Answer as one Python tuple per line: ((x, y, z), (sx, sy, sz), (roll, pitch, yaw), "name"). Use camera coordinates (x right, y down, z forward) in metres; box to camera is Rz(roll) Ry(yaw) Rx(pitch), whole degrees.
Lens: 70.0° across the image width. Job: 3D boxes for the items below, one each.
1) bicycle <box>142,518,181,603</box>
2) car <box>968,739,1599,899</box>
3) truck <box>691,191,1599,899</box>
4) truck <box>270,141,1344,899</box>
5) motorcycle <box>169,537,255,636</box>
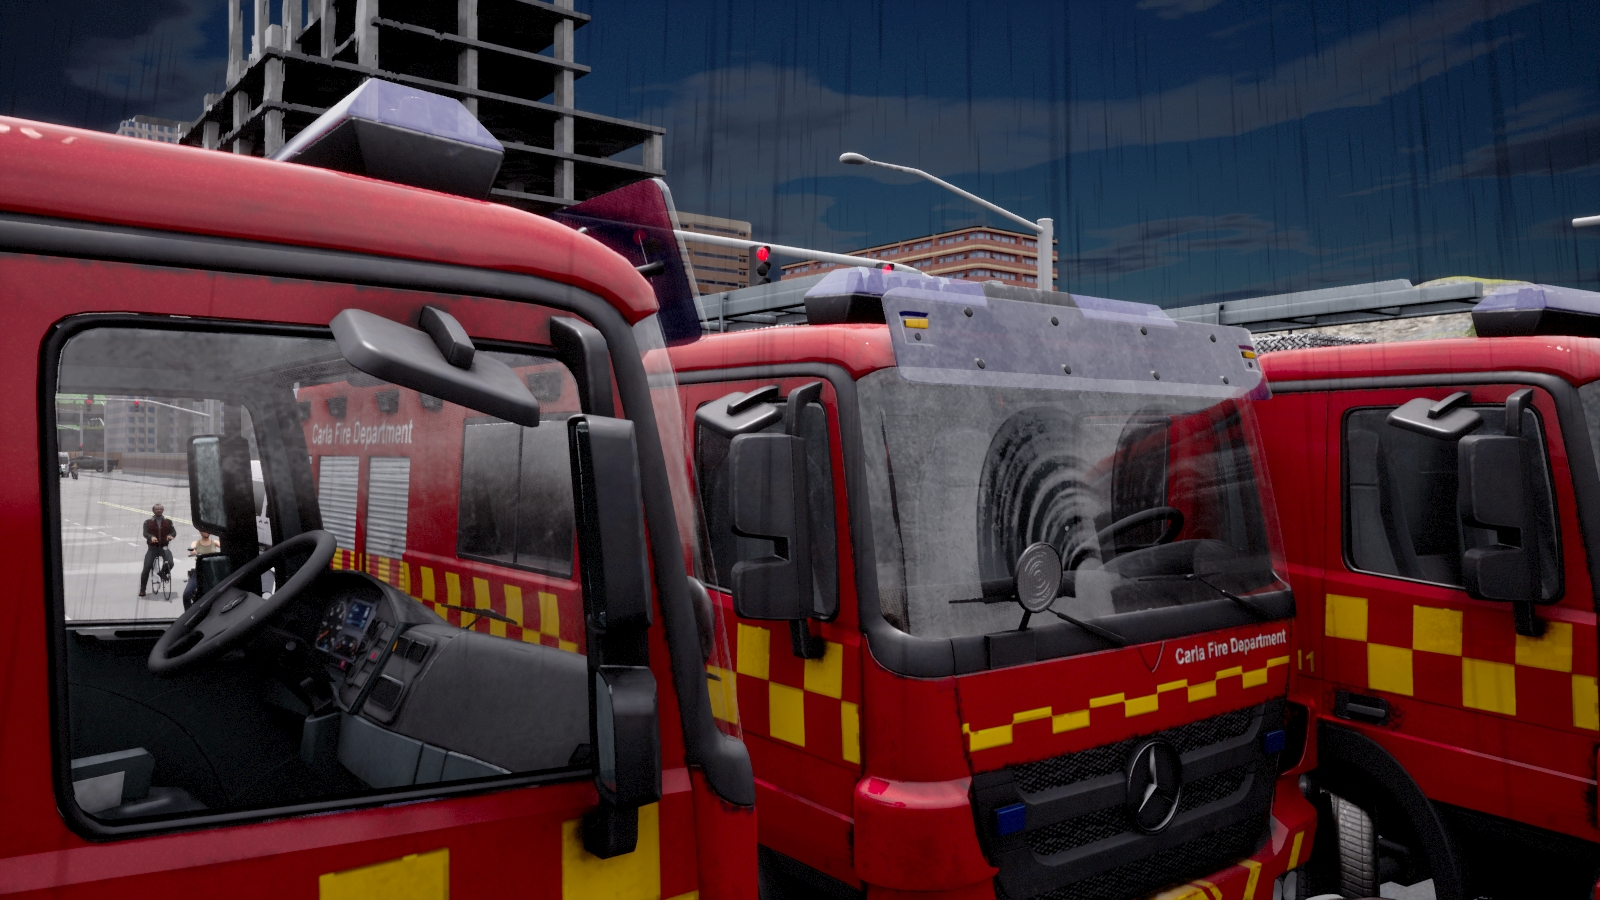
((-12.095, 2.060, 21.614), (0.329, 1.471, 1.835), (0, 0, -39), "bicycle")
((2.437, 2.065, 3.109), (1.970, 1.475, 3.806), (0, 0, -30), "car")
((2.348, 0.890, 8.605), (2.891, 3.827, 8.468), (0, 0, -31), "truck")
((-1.099, 0.890, 8.003), (2.891, 3.827, 8.468), (0, 0, -38), "truck")
((-9.533, 2.155, 18.464), (0.764, 1.307, 2.356), (0, 0, -39), "motorcycle")
